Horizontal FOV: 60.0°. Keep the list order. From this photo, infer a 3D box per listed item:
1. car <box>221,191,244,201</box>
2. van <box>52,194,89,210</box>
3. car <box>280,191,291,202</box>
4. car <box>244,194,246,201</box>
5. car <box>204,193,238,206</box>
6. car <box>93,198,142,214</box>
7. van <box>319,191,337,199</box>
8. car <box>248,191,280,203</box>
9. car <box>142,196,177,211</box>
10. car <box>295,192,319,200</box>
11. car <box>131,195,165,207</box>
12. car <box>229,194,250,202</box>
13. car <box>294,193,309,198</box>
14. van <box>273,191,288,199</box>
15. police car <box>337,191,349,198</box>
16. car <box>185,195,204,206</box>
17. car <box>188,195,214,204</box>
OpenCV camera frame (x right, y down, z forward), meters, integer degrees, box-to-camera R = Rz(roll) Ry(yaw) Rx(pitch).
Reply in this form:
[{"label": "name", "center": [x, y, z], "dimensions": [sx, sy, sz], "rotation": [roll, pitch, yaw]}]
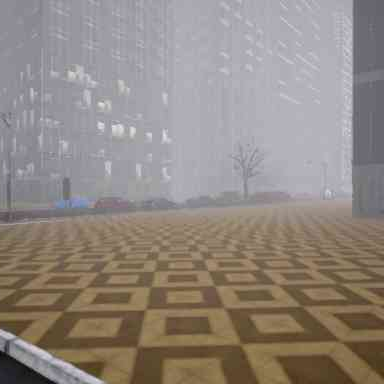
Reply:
[{"label": "car", "center": [5.775, 0.893, 55.502], "dimensions": [2.150, 2.045, 5.566], "rotation": [0, 1, 42]}, {"label": "van", "center": [-13.725, 1.104, 37.722], "dimensions": [1.690, 1.788, 3.998], "rotation": [1, 1, 42]}, {"label": "car", "center": [15.260, 0.841, 57.614], "dimensions": [2.192, 1.841, 5.009], "rotation": [1, 1, 42]}, {"label": "car", "center": [11.356, 1.023, 57.278], "dimensions": [1.882, 1.535, 5.008], "rotation": [0, 1, 42]}, {"label": "car", "center": [3.941, 1.243, 44.844], "dimensions": [1.802, 1.307, 4.206], "rotation": [1, 1, 42]}, {"label": "car", "center": [-7.284, 1.238, 31.990], "dimensions": [1.967, 1.590, 4.097], "rotation": [1, 1, 42]}, {"label": "van", "center": [30.351, 0.687, 74.645], "dimensions": [1.690, 1.788, 3.998], "rotation": [1, 1, 42]}, {"label": "car", "center": [11.488, 0.886, 53.356], "dimensions": [2.192, 1.841, 5.009], "rotation": [1, 1, 42]}, {"label": "car", "center": [-3.554, 1.318, 36.286], "dimensions": [1.947, 1.339, 4.313], "rotation": [1, 1, 42]}, {"label": "car", "center": [22.918, 0.959, 66.259], "dimensions": [1.752, 1.417, 4.829], "rotation": [1, 1, 42]}, {"label": "car", "center": [-6.098, 1.217, 46.165], "dimensions": [1.887, 1.381, 4.507], "rotation": [1, 1, 42]}, {"label": "car", "center": [9.000, 1.057, 63.190], "dimensions": [1.947, 1.339, 4.313], "rotation": [1, 1, 42]}, {"label": "car", "center": [27.864, 0.832, 84.480], "dimensions": [1.947, 1.339, 4.313], "rotation": [1, 1, 42]}, {"label": "van", "center": [20.319, 0.697, 75.960], "dimensions": [1.690, 1.788, 3.998], "rotation": [1, 1, 42]}, {"label": "police car", "center": [37.892, 0.677, 83.656], "dimensions": [1.930, 1.638, 5.238], "rotation": [0, 1, 42]}, {"label": "car", "center": [1.408, 1.221, 46.051], "dimensions": [2.033, 1.411, 5.357], "rotation": [0, 1, 42]}, {"label": "car", "center": [1.453, 1.148, 54.674], "dimensions": [1.947, 1.339, 4.313], "rotation": [1, 1, 42]}]
